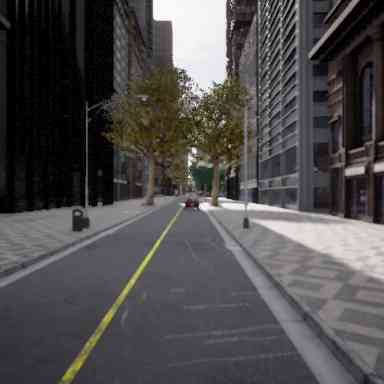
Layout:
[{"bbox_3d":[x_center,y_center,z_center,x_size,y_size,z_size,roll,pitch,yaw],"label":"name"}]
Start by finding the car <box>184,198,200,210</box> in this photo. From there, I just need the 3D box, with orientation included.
[{"bbox_3d":[0.017,1.487,43.630,1.882,1.535,5.008,0,0,0],"label":"car"}]

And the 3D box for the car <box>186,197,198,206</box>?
[{"bbox_3d":[0.022,1.580,54.323,1.994,1.385,4.181,0,0,0],"label":"car"}]
